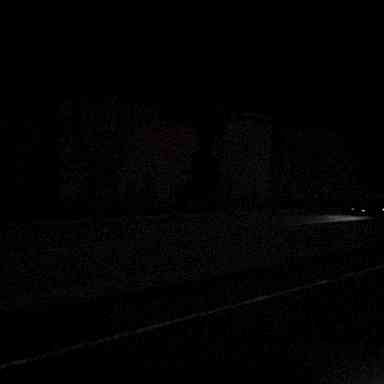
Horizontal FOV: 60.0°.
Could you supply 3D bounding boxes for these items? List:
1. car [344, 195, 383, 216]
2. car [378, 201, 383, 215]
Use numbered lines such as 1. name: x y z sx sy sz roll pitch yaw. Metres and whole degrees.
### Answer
1. car: 17.887 1.327 33.939 5.566 2.045 2.150 0 0 -35
2. car: 19.609 1.705 30.868 4.718 1.301 1.895 0 0 -35
